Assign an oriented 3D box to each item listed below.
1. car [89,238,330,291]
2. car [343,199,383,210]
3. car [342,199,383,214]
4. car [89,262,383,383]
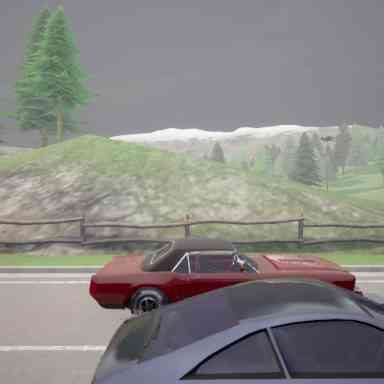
[{"bbox_3d":[0.612,1.601,6.471,4.718,1.301,1.895,0,0,-1],"label":"car"},{"bbox_3d":[22.349,1.600,42.978,1.895,1.301,4.718,0,0,-37],"label":"car"},{"bbox_3d":[18.701,1.491,36.005,2.128,1.511,4.902,0,0,-31],"label":"car"},{"bbox_3d":[1.222,1.564,2.978,4.181,1.385,1.994,0,0,-1],"label":"car"}]
